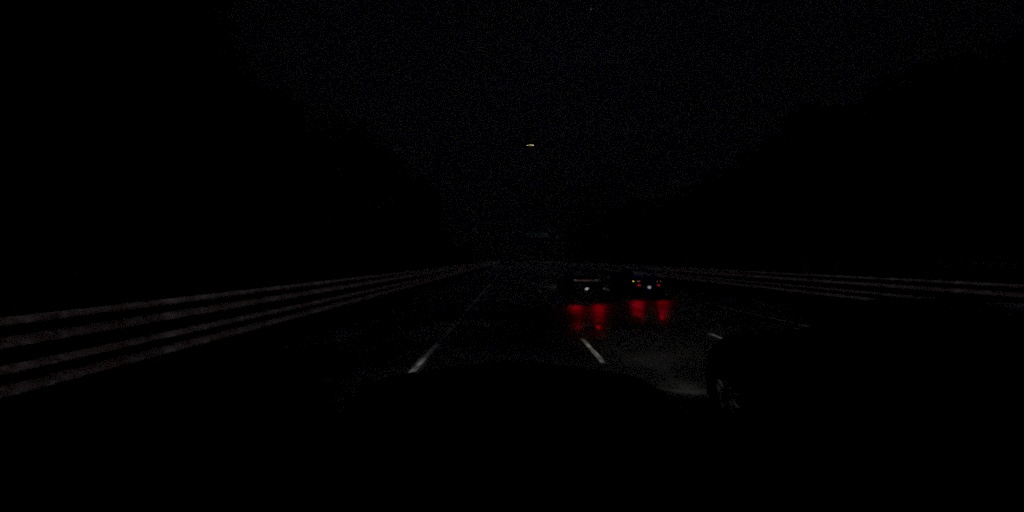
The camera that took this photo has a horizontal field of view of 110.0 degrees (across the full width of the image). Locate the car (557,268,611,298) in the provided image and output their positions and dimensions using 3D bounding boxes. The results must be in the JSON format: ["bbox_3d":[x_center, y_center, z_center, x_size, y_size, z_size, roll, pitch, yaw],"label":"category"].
[{"bbox_3d":[3.604,1.405,19.723,2.128,1.511,4.902,0,-1,0],"label":"car"}]

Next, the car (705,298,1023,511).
[{"bbox_3d":[3.600,1.113,2.890,2.097,1.767,4.553,0,-1,0],"label":"car"}]

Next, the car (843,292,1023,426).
[{"bbox_3d":[7.101,1.339,4.521,1.994,1.385,4.181,0,-1,0],"label":"car"}]

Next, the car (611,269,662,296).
[{"bbox_3d":[7.104,1.450,20.855,1.812,1.442,4.674,0,-1,0],"label":"car"}]
